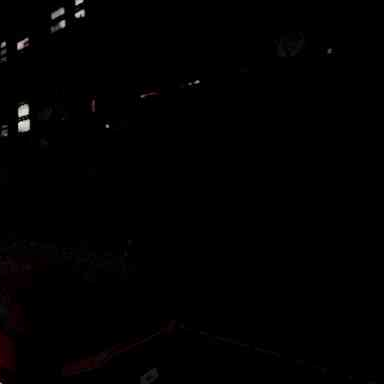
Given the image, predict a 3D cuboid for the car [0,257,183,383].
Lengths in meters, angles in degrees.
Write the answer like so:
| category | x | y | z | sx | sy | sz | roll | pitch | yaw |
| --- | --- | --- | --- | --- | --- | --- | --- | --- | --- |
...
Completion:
| category | x | y | z | sx | sy | sz | roll | pitch | yaw |
| --- | --- | --- | --- | --- | --- | --- | --- | --- | --- |
| car | -2.203 | 1.540 | 4.314 | 4.507 | 1.381 | 1.887 | 0 | -1 | 36 |
